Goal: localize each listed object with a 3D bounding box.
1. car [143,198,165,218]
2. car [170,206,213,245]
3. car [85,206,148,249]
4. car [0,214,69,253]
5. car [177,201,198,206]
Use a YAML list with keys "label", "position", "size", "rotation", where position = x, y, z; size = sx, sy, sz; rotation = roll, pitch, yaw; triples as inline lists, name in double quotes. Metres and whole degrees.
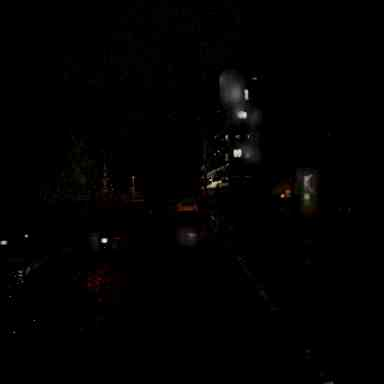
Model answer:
- label: "car"
  position: [-3.651, 1.608, 31.641]
  size: [1.882, 1.535, 5.008]
  rotation: [0, 0, -2]
- label: "car"
  position: [-0.042, 1.588, 15.666]
  size: [1.812, 1.442, 4.674]
  rotation: [0, 0, -1]
- label: "car"
  position: [-3.283, 1.564, 14.784]
  size: [1.837, 1.490, 4.892]
  rotation: [0, 0, -1]
- label: "car"
  position: [-6.707, 1.622, 13.834]
  size: [1.994, 1.385, 4.181]
  rotation: [0, 0, -1]
- label: "car"
  position: [-0.402, 1.607, 31.699]
  size: [1.882, 1.535, 5.008]
  rotation: [0, 0, -2]
